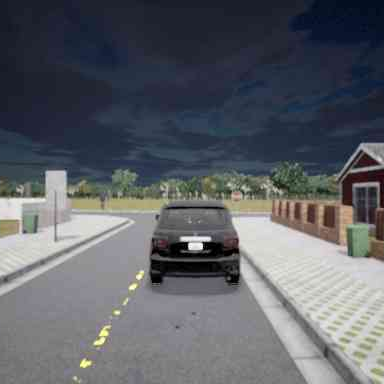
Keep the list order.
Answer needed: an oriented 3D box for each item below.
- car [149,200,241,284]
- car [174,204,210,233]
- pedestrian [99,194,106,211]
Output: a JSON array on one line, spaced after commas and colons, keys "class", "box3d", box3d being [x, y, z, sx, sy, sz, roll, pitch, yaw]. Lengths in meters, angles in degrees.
[{"class": "car", "box3d": [0.062, 1.232, 9.713, 2.150, 2.045, 5.566, 0, 0, 0]}, {"class": "car", "box3d": [0.007, 1.570, 21.253, 2.033, 1.411, 5.357, 0, 0, 0]}, {"class": "pedestrian", "box3d": [-9.836, 1.105, 36.478, 0.375, 1.860, 0.375, 0, -1, -1]}]
